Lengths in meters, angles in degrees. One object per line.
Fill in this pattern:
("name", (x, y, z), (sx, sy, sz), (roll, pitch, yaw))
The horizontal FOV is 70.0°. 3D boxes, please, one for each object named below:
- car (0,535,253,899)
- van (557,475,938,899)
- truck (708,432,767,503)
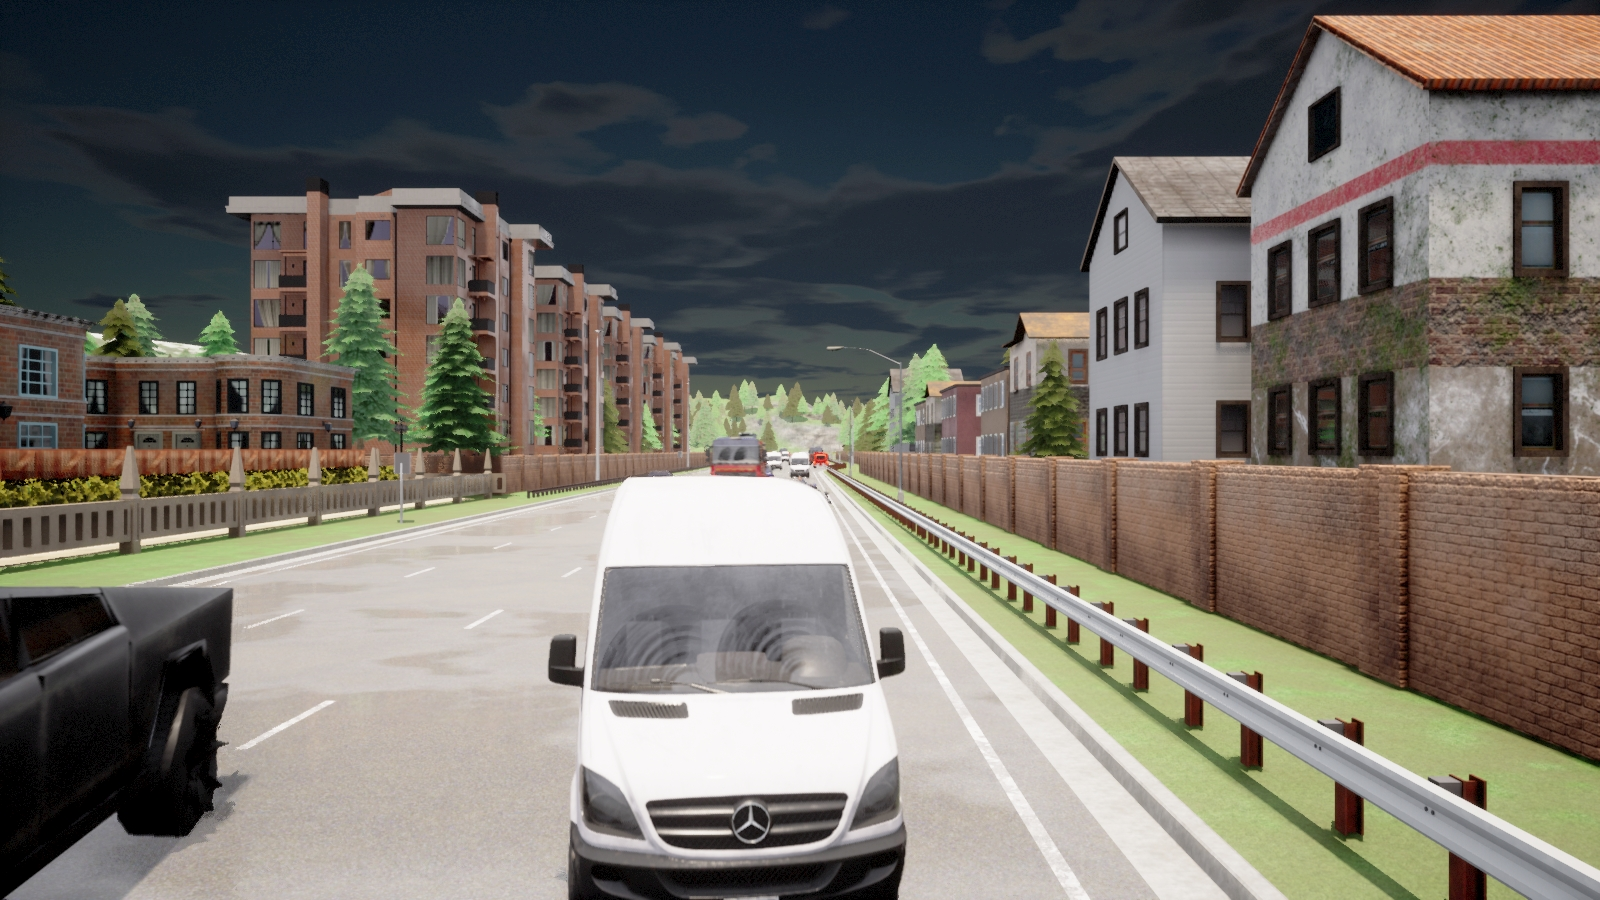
("car", (-5.178, 1.757, 6.275), (2.390, 2.098, 6.274), (0, 0, -11))
("van", (-0.645, 1.539, 8.891), (1.988, 2.561, 5.915), (0, 0, -8))
("truck", (-3.498, 0.921, 65.858), (2.891, 3.827, 8.468), (0, 0, 0))
